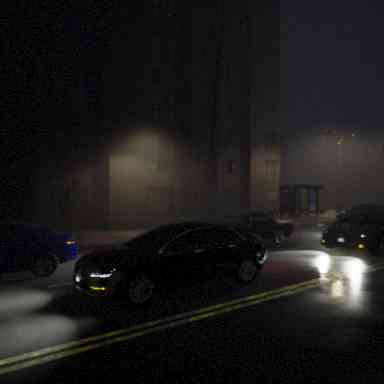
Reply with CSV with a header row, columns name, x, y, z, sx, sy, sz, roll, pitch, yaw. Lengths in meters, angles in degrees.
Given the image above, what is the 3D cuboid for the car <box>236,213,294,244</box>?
name,x,y,z,sx,sy,sz,roll,pitch,yaw
car,2.100,1.597,14.052,4.718,1.301,1.895,0,0,-35

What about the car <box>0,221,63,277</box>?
name,x,y,z,sx,sy,sz,roll,pitch,yaw
car,-5.437,1.526,8.717,4.674,1.442,1.812,0,0,-35

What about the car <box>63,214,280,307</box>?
name,x,y,z,sx,sy,sz,roll,pitch,yaw
car,-0.296,1.504,8.064,4.892,1.490,1.837,0,0,-35

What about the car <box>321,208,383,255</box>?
name,x,y,z,sx,sy,sz,roll,pitch,yaw
car,7.041,1.558,13.262,4.181,1.385,1.994,0,0,-36

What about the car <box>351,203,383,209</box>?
name,x,y,z,sx,sy,sz,roll,pitch,yaw
car,10.644,1.468,20.061,5.008,1.535,1.882,0,0,-36
